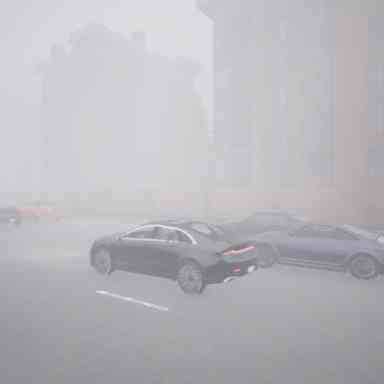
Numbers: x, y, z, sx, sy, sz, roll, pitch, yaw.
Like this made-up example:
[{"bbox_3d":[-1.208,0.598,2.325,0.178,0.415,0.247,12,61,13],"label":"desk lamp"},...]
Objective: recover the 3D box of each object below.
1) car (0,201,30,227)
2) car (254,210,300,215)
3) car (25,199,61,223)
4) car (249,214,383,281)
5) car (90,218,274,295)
[{"bbox_3d":[-13.014,1.503,21.867,4.892,1.490,1.837,0,0,35],"label":"car"},{"bbox_3d":[3.341,1.526,14.505,4.674,1.442,1.812,0,0,35],"label":"car"},{"bbox_3d":[-12.137,1.352,25.539,4.553,1.767,2.097,0,0,36],"label":"car"},{"bbox_3d":[3.716,1.563,9.939,4.181,1.385,1.994,0,0,35],"label":"car"},{"bbox_3d":[-0.657,1.491,8.758,4.902,1.511,2.128,0,0,35],"label":"car"}]
